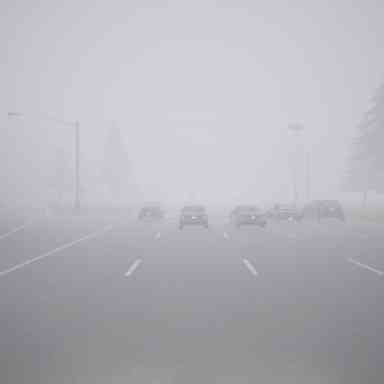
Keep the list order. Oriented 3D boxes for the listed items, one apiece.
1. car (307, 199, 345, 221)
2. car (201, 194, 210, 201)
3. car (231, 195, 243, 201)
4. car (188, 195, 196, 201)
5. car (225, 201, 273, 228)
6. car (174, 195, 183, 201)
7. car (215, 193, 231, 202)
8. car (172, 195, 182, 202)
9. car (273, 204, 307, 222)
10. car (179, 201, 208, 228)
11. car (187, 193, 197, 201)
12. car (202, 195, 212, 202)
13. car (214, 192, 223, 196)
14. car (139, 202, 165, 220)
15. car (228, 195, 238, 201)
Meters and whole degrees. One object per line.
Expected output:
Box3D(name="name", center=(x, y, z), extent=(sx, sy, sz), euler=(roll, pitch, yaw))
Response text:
Box3D(name="car", center=(10.600, 1.369, 27.267), extent=(2.097, 1.767, 4.553), euler=(0, 0, 0))
Box3D(name="car", center=(3.503, 1.409, 85.309), extent=(2.128, 1.511, 4.902), euler=(0, 0, 0))
Box3D(name="car", center=(10.503, 1.637, 76.586), extent=(1.895, 1.301, 4.718), euler=(0, 0, 0))
Box3D(name="car", center=(0.003, 1.479, 85.339), extent=(1.895, 1.301, 4.718), euler=(0, 0, 0))
Box3D(name="car", center=(3.601, 1.561, 22.130), extent=(2.033, 1.411, 5.357), euler=(0, 0, 0))
Box3D(name="car", center=(-3.497, 1.424, 85.310), extent=(2.033, 1.411, 5.357), euler=(0, 0, 0))
Box3D(name="car", center=(7.002, 1.578, 75.306), extent=(2.033, 1.411, 5.357), euler=(0, 0, 0))
Box3D(name="car", center=(-3.497, 1.517, 75.723), extent=(1.882, 1.535, 5.008), euler=(0, 0, 0))
Box3D(name="car", center=(7.101, 1.617, 26.117), extent=(1.895, 1.301, 4.718), euler=(0, 0, 0))
Box3D(name="car", center=(0.101, 1.561, 22.131), extent=(2.033, 1.411, 5.357), euler=(0, 0, 0))
Box3D(name="car", center=(0.003, 1.264, 75.753), extent=(2.150, 2.045, 5.566), euler=(0, 0, 0))
Box3D(name="car", center=(3.503, 1.564, 76.139), extent=(1.812, 1.442, 4.674), euler=(0, 0, 0))
Box3D(name="car", center=(7.003, 1.110, 85.339), extent=(2.150, 2.045, 5.566), euler=(0, 0, 0))
Box3D(name="car", center=(-3.399, 1.543, 28.644), extent=(1.812, 1.442, 4.674), euler=(0, 0, 0))
Box3D(name="car", center=(10.503, 1.409, 85.309), extent=(1.812, 1.442, 4.674), euler=(0, 0, 0))
